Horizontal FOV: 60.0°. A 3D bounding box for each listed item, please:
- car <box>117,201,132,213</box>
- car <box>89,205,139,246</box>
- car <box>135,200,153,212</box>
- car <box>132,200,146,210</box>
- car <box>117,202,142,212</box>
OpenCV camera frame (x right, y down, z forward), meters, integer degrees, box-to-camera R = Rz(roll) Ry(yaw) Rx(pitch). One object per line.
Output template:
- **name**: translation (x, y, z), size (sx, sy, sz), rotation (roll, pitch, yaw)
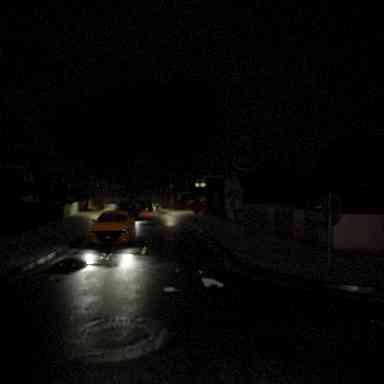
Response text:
- **car**: translation (-9.448, 2.080, 46.369), size (1.812, 1.442, 4.674), rotation (0, -1, -14)
- **car**: translation (-3.866, 1.683, 16.708), size (1.882, 1.535, 5.008), rotation (0, 0, -6)
- **car**: translation (-6.559, 2.045, 46.528), size (1.837, 1.490, 4.892), rotation (0, -1, -13)
- **car**: translation (-9.011, 2.151, 56.539), size (2.128, 1.511, 4.902), rotation (0, -1, -12)
- **car**: translation (-6.085, 1.944, 31.466), size (1.994, 1.385, 4.181), rotation (0, -1, -12)
